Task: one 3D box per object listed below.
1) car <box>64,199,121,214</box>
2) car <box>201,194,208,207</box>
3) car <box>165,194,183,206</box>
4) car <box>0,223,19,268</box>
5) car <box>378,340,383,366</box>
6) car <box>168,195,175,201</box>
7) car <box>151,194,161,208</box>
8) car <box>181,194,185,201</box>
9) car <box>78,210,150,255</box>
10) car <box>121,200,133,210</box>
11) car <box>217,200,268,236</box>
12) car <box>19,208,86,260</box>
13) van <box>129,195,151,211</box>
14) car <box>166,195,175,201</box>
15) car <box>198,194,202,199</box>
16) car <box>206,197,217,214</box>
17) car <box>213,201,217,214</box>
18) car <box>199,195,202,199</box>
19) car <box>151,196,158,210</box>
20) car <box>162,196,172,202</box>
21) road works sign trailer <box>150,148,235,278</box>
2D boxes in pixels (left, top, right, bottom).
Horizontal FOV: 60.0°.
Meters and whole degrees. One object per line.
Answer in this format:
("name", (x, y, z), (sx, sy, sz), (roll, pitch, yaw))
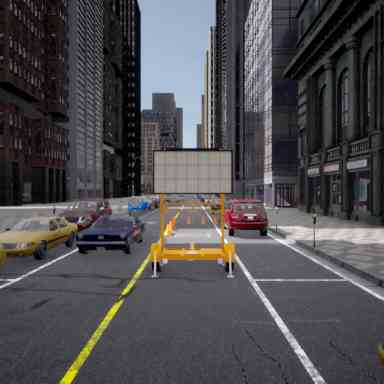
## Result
("car", (-5.724, 1.316, 18.261), (2.192, 1.841, 5.009), (0, 0, 0))
("car", (2.878, 1.461, 52.091), (1.967, 1.590, 4.097), (0, 0, 0))
("car", (-2.964, 1.530, 55.228), (1.837, 1.490, 4.892), (0, 0, 0))
("car", (-5.750, 1.525, 6.809), (1.752, 1.417, 4.829), (0, 0, 0))
("car", (2.763, 1.525, 1.497), (1.752, 1.417, 4.829), (0, 0, 0))
("car", (-5.557, 1.581, 91.420), (1.752, 1.417, 4.829), (0, 0, 0))
("car", (-5.661, 1.331, 46.464), (2.192, 1.841, 5.009), (0, 0, 0))
("car", (-2.810, 1.650, 83.326), (1.895, 1.301, 4.718), (0, 0, 0))
("car", (-3.068, 1.601, 13.433), (1.895, 1.301, 4.718), (0, 0, 0))
("car", (-5.711, 1.528, 23.731), (1.752, 1.417, 4.829), (0, 0, 0))
("car", (2.801, 1.316, 18.249), (2.192, 1.841, 5.009), (0, 0, 0))
("car", (-5.737, 1.525, 12.450), (1.752, 1.417, 4.829), (0, 0, 0))
("van", (-5.686, 1.349, 35.183), (1.690, 1.788, 3.998), (0, 0, 0))
("car", (-5.570, 1.602, 85.949), (2.008, 1.369, 4.403), (0, 0, 0))
("car", (2.942, 1.591, 80.294), (1.887, 1.381, 4.507), (0, 0, 0))
("car", (2.840, 1.559, 35.170), (2.008, 1.369, 4.403), (0, 0, 0))
("car", (2.814, 1.554, 23.889), (2.008, 1.369, 4.403), (0, 0, 0))
("car", (2.904, 1.597, 63.372), (1.947, 1.339, 4.313), (0, 0, 0))
("car", (-5.673, 1.563, 40.823), (2.008, 1.369, 4.403), (0, 0, 0))
("car", (-5.595, 1.607, 74.668), (1.947, 1.339, 4.313), (0, 0, 0))
("road works sign trailer", (0.023, 0.464, 10.163), (2.380, 3.560, 2.880), (0, 0, 0))
